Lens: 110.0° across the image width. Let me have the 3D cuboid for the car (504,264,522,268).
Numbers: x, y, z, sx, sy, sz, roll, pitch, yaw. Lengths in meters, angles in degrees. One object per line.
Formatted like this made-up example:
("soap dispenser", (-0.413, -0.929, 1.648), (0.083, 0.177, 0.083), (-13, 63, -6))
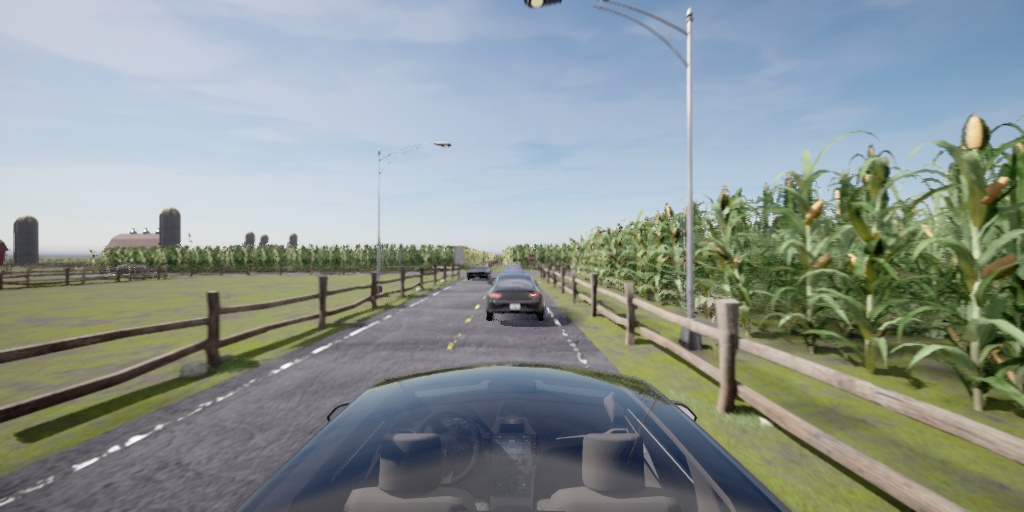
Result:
("car", (0.095, 1.377, 28.572), (2.033, 1.411, 5.357), (0, 0, 0))

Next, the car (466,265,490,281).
("car", (-2.795, 1.438, 31.077), (1.895, 1.301, 4.718), (0, 0, 1))

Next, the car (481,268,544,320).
("car", (0.099, 1.307, 12.676), (1.812, 1.442, 4.674), (0, 0, 0))
